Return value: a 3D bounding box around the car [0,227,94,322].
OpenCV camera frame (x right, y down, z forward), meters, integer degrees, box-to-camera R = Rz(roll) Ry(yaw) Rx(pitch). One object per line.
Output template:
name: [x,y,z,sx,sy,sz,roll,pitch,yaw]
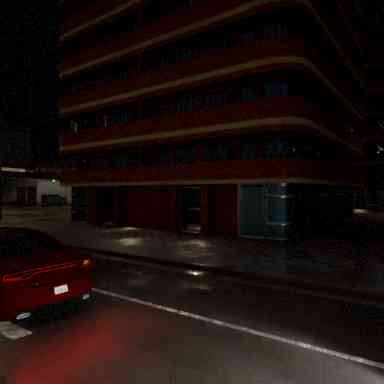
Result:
car: [-4.207,1.478,6.996,5.008,1.535,1.882,0,0,35]
